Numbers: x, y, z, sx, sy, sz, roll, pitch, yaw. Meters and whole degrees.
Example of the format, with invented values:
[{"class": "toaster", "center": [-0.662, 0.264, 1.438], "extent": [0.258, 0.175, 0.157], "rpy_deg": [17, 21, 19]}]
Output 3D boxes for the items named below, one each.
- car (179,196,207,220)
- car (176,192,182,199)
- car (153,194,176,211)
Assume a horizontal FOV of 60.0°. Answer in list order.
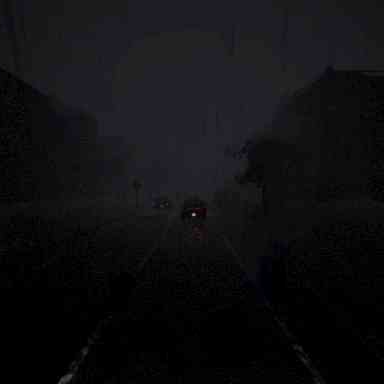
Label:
[{"class": "car", "center": [0.118, 1.299, 25.849], "extent": [1.837, 1.490, 4.892], "rpy_deg": [0, 1, 0]}, {"class": "car", "center": [-2.953, 0.807, 76.635], "extent": [2.128, 1.511, 4.902], "rpy_deg": [0, 0, 0]}, {"class": "car", "center": [-3.072, 1.203, 36.158], "extent": [1.837, 1.490, 4.892], "rpy_deg": [0, 1, 0]}]
